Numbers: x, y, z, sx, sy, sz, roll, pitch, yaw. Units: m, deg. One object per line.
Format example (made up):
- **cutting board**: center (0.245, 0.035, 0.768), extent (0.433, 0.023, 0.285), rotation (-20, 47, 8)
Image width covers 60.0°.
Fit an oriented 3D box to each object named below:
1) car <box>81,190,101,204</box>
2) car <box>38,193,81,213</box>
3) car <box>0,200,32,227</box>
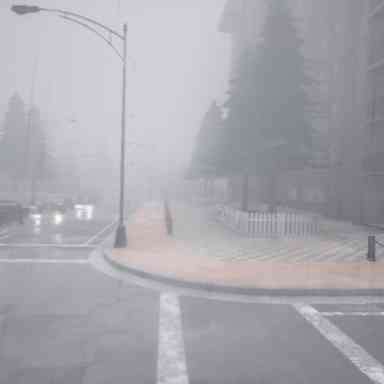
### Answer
- **car**: center (-11.568, 0.528, 37.841), extent (2.128, 1.511, 4.902), rotation (1, 1, -5)
- **car**: center (-10.552, 0.795, 26.301), extent (1.812, 1.442, 4.674), rotation (1, 1, -5)
- **car**: center (-9.616, 1.076, 16.130), extent (1.895, 1.301, 4.718), rotation (1, 1, -5)
